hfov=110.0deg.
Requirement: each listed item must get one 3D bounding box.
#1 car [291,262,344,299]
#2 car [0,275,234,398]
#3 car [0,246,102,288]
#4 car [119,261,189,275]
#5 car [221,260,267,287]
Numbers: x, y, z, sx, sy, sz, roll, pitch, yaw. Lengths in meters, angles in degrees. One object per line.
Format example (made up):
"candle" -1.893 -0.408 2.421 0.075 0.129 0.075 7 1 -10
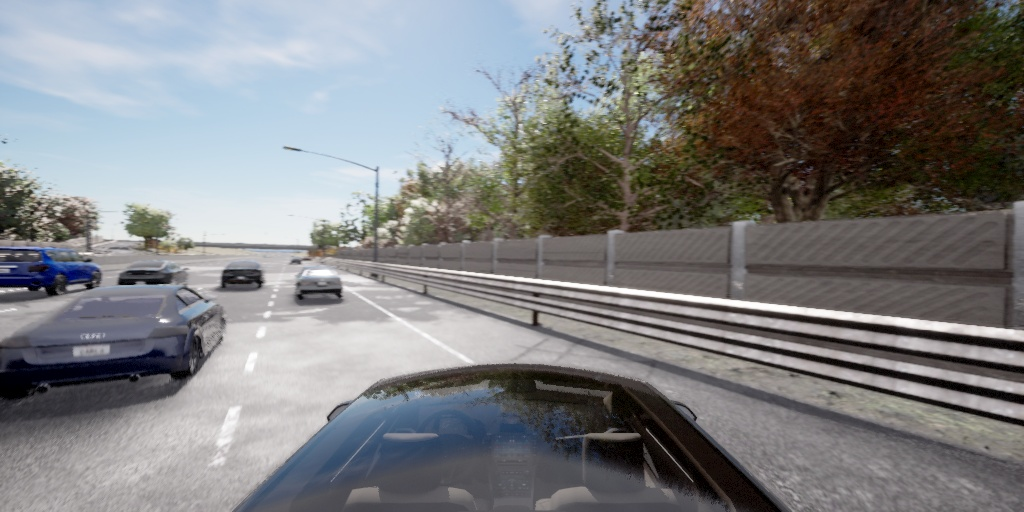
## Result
"car" -9.358 1.195 17.306 2.033 1.411 5.357 1 0 -32
"car" -6.612 1.205 6.446 1.994 1.385 4.181 1 0 -32
"car" -20.702 0.631 15.855 2.150 2.045 5.566 1 0 -32
"car" -18.101 0.981 18.300 1.837 1.490 4.892 1 0 -32
"car" -15.968 1.016 21.499 1.882 1.535 5.008 1 0 -32
